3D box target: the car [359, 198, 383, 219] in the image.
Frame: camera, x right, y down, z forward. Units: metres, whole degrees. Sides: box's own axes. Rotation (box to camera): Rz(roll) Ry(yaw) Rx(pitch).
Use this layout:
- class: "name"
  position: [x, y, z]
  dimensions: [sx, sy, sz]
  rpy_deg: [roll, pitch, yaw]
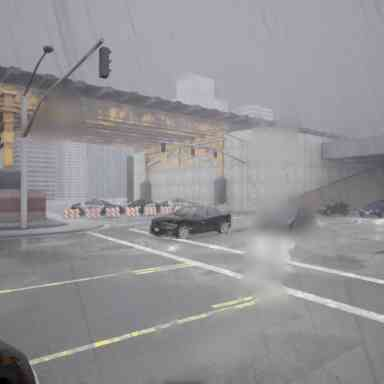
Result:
- class: "car"
  position: [16.698, 1.526, 29.608]
  dimensions: [4.674, 1.442, 1.812]
  rpy_deg: [0, 0, -37]

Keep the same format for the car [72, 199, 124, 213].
- class: "car"
  position: [-9.018, 1.295, 32.109]
  dimensions: [4.536, 1.218, 1.853]
  rpy_deg: [0, 0, 8]

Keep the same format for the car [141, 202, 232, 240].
- class: "car"
  position: [0.068, 1.477, 17.335]
  dimensions: [1.882, 1.535, 5.008]
  rpy_deg: [1, 1, 43]

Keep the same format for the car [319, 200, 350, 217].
- class: "car"
  position: [12.801, 1.491, 31.035]
  dimensions: [4.902, 1.511, 2.128]
  rpy_deg: [0, 0, -37]

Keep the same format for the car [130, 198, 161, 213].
- class: "car"
  position: [-5.227, 1.453, 34.795]
  dimensions: [2.038, 1.542, 4.974]
  rpy_deg: [0, 0, 18]

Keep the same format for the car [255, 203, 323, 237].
- class: "car"
  position: [5.432, 1.547, 18.646]
  dimensions: [2.033, 1.411, 5.357]
  rpy_deg: [0, 0, 35]

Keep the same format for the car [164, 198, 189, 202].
- class: "car"
  position: [-1.376, 1.295, 38.556]
  dimensions: [4.536, 1.218, 1.853]
  rpy_deg: [0, 0, -7]

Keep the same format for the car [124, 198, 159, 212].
- class: "car"
  position: [-5.211, 1.295, 34.845]
  dimensions: [1.853, 1.218, 4.536]
  rpy_deg: [0, 0, 18]

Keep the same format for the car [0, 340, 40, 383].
- class: "car"
  position: [-3.294, 1.492, 1.421]
  dimensions: [4.902, 1.511, 2.128]
  rpy_deg: [0, 0, -35]

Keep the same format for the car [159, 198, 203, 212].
- class: "car"
  position: [-1.325, 1.452, 38.563]
  dimensions: [4.974, 1.542, 2.038]
  rpy_deg: [0, 0, -7]

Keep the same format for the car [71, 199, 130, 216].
- class: "car"
  position: [-8.967, 1.453, 32.102]
  dimensions: [4.974, 1.542, 2.038]
  rpy_deg: [0, 0, 8]
